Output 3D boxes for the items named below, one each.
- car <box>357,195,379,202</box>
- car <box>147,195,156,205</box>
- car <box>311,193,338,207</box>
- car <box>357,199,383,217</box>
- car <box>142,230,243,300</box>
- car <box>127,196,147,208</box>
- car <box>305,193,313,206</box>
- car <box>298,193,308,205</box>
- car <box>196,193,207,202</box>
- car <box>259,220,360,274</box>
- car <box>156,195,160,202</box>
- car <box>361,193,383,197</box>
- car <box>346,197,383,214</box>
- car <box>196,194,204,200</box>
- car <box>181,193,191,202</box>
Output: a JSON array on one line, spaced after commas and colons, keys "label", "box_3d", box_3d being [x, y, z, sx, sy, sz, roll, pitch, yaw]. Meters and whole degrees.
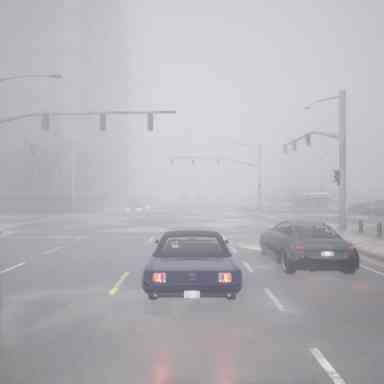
[{"label": "car", "box_3d": [39.163, 1.418, 74.182, 3.905, 1.438, 1.784, 0, 0, 0]}, {"label": "car", "box_3d": [-8.169, 1.488, 58.748, 2.128, 1.511, 4.902, 0, 0, -1]}, {"label": "car", "box_3d": [24.187, 1.449, 60.050, 3.806, 1.475, 1.970, 0, 0, 0]}, {"label": "car", "box_3d": [18.227, 1.617, 31.054, 4.181, 1.385, 1.994, 0, 0, -1]}, {"label": "car", "box_3d": [-0.004, 1.601, 8.350, 1.895, 1.301, 4.718, 0, 0, 0]}, {"label": "car", "box_3d": [-8.025, 1.503, 47.685, 1.837, 1.490, 4.892, 0, 0, -1]}, {"label": "car", "box_3d": [24.167, 1.418, 62.945, 3.905, 1.438, 1.784, 0, 0, 0]}, {"label": "car", "box_3d": [24.097, 1.207, 65.628, 4.605, 1.855, 1.932, 0, 0, 0]}, {"label": "car", "box_3d": [2.161, 1.213, 76.415, 2.150, 2.045, 5.566, 0, 0, -1]}, {"label": "car", "box_3d": [3.470, 1.564, 10.579, 1.994, 1.385, 4.181, 0, 0, -1]}, {"label": "car", "box_3d": [-8.302, 1.353, 73.735, 2.097, 1.767, 4.553, 0, 0, -1]}, {"label": "car", "box_3d": [39.119, 1.207, 71.285, 4.605, 1.855, 1.932, 0, 0, 0]}, {"label": "car", "box_3d": [18.542, 1.546, 34.558, 4.902, 1.511, 2.128, 0, 0, -1]}, {"label": "car", "box_3d": [2.014, 1.384, 86.806, 1.812, 1.442, 4.674, 0, 0, -1]}, {"label": "car", "box_3d": [-1.339, 1.213, 76.366, 2.150, 2.045, 5.566, 0, 0, -1]}]
